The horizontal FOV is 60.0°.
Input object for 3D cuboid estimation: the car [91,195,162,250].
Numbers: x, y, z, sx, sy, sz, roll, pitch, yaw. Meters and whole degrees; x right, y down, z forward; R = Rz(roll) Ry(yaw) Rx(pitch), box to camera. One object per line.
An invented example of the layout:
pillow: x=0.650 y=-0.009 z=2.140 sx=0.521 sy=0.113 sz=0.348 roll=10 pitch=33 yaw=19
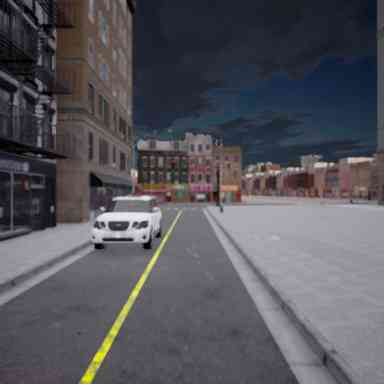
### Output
car: x=-2.564 y=1.176 z=14.451 sx=2.150 sy=2.045 sz=5.566 roll=0 pitch=0 yaw=1
